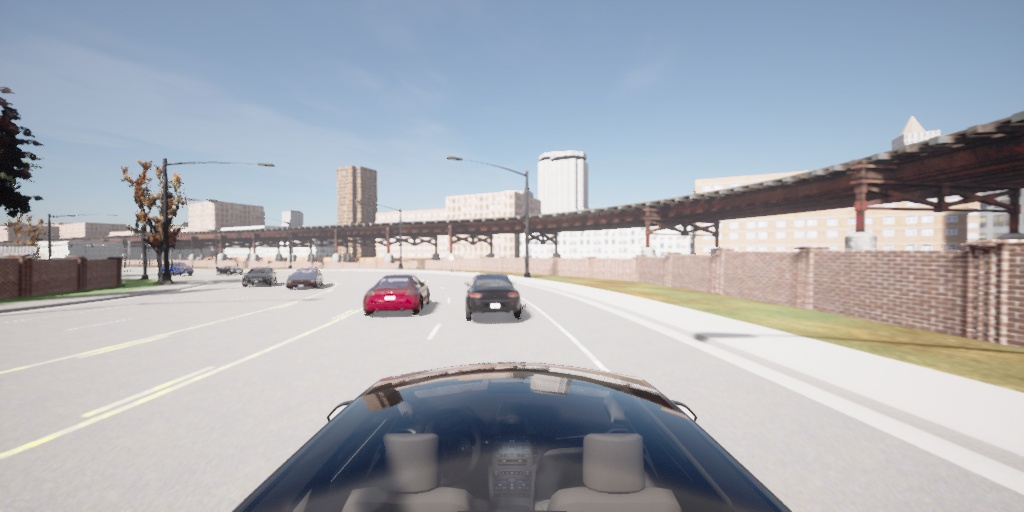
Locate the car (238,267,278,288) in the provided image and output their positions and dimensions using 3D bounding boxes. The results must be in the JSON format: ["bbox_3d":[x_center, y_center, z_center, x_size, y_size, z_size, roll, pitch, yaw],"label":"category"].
[{"bbox_3d":[-19.711,1.627,28.211,1.837,1.490,4.892,0,-1,-28],"label":"car"}]

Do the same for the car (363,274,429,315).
[{"bbox_3d":[-4.445,1.420,14.260,1.994,1.385,4.181,0,0,-8],"label":"car"}]

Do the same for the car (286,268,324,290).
[{"bbox_3d":[-14.634,1.581,25.665,2.033,1.411,5.357,0,-1,-22],"label":"car"}]

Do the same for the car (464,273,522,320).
[{"bbox_3d":[-0.763,1.352,13.068,1.812,1.442,4.674,0,0,-6],"label":"car"}]
